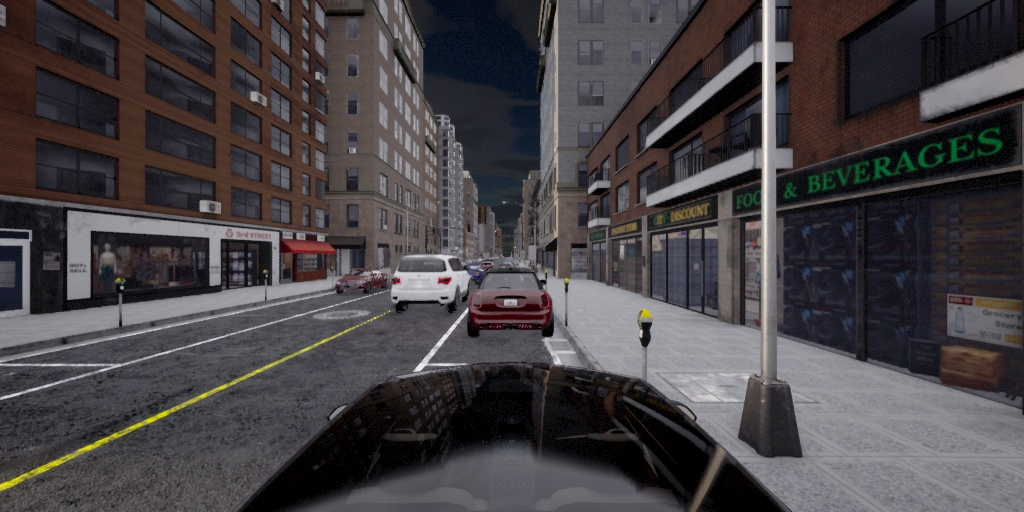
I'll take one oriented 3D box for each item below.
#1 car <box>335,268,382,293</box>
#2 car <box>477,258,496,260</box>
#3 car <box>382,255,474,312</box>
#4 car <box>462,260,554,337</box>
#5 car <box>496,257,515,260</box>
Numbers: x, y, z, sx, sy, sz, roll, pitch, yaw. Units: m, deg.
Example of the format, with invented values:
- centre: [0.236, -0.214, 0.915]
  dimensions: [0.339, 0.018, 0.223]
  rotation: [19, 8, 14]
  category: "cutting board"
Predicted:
- centre: [-8.408, 1.332, 20.388]
  dimensions: [1.802, 1.307, 4.207]
  rotation: [0, 0, 0]
  category: "car"
- centre: [-2.935, 1.253, 43.221]
  dimensions: [1.837, 1.490, 4.892]
  rotation: [0, -1, 0]
  category: "car"
- centre: [-3.015, 0.972, 14.318]
  dimensions: [2.150, 2.045, 5.566]
  rotation: [0, 0, 0]
  category: "car"
- centre: [-0.033, 1.102, 10.470]
  dimensions: [2.097, 1.767, 4.553]
  rotation: [0, 0, 0]
  category: "car"
- centre: [-0.383, 1.190, 36.951]
  dimensions: [1.967, 1.591, 4.097]
  rotation: [0, 0, 0]
  category: "car"
